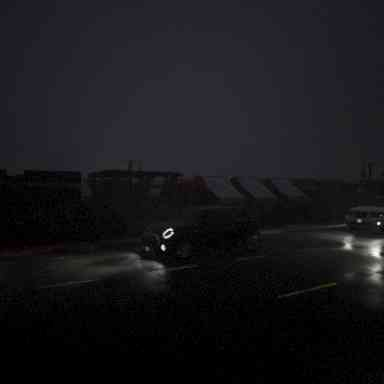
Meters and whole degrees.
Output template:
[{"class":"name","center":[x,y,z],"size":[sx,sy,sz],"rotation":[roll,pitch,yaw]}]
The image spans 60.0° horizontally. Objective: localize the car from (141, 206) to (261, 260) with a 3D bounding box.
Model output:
[{"class":"car","center":[0.386,1.353,12.501],"size":[4.553,1.767,2.097],"rotation":[0,0,-32]}]

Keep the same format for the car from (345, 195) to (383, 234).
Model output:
[{"class":"car","center":[11.396,1.224,19.483],"size":[5.566,2.045,2.150],"rotation":[0,0,-32]}]
